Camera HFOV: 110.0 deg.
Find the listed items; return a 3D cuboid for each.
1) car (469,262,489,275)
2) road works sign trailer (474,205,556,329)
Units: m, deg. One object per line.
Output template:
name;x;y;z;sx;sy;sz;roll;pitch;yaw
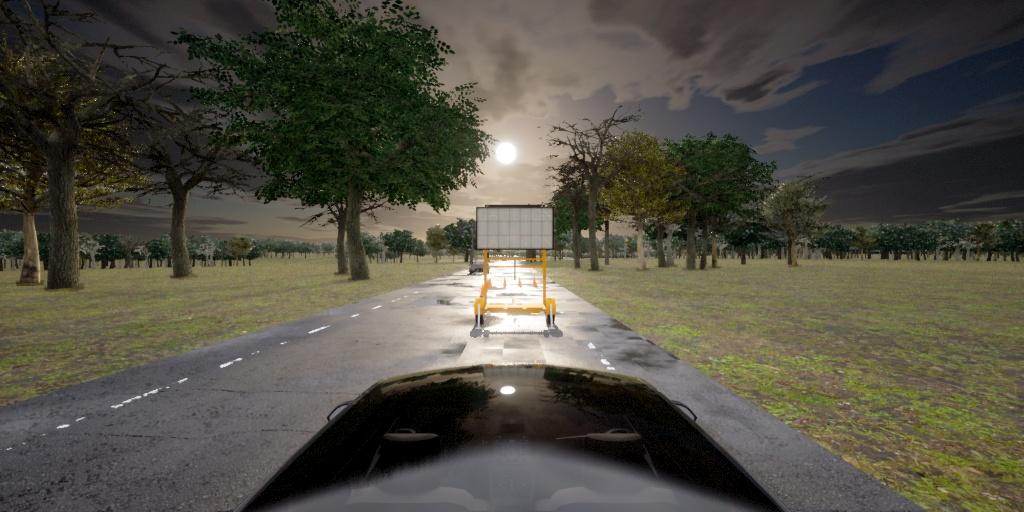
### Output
car;-3.589;1.325;39.608;1.994;1.385;4.181;0;0;0
road works sign trailer;0.090;0.211;11.194;2.380;3.560;2.880;0;0;0
